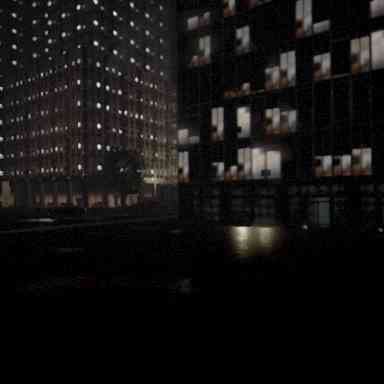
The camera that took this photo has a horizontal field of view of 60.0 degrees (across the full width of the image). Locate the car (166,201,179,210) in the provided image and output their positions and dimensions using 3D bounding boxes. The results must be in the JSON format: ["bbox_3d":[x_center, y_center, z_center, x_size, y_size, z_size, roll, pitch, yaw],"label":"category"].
[{"bbox_3d":[-3.325,2.100,53.117,1.947,1.339,4.313,-1,-1,35],"label":"car"}]

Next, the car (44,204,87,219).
[{"bbox_3d":[-13.038,1.978,34.444,1.994,1.385,4.181,-1,-1,34],"label":"car"}]

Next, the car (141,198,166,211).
[{"bbox_3d":[-6.559,1.828,48.428,2.192,1.841,5.009,-1,-1,35],"label":"car"}]

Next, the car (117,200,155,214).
[{"bbox_3d":[-7.368,2.057,42.663,1.895,1.301,4.718,-1,-1,35],"label":"car"}]
